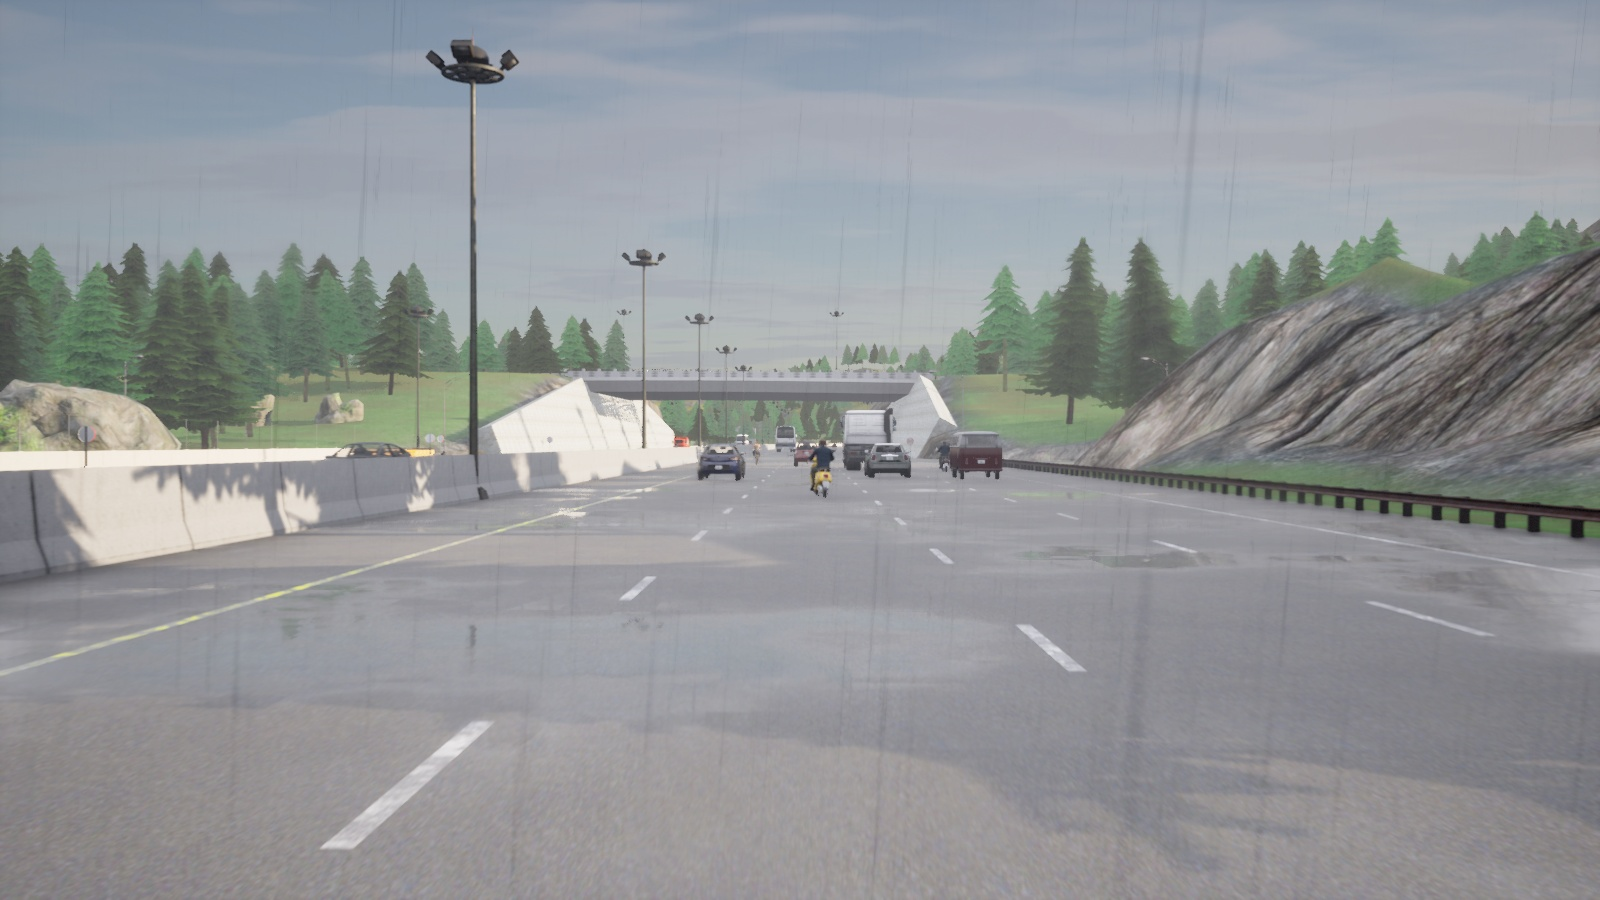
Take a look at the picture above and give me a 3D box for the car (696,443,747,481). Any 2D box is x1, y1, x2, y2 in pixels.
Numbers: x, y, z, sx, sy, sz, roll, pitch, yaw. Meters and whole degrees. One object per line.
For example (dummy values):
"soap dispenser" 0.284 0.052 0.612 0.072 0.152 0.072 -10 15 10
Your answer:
"car" -3.190 0.466 51.784 1.816 1.474 4.193 0 0 0

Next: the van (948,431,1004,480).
"van" 7.315 0.209 52.586 1.775 1.987 4.442 0 0 0

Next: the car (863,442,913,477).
"car" 3.828 0.404 55.125 1.970 1.475 3.806 0 0 0

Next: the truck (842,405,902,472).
"truck" 3.914 -0.626 69.836 2.891 3.462 7.936 0 0 0

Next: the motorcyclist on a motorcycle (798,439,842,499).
"motorcyclist on a motorcycle" 0.530 0.505 34.577 0.866 1.590 1.817 3 0 -8

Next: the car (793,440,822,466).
"car" 0.478 0.187 81.234 1.851 1.617 3.988 0 0 0

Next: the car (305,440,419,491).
"car" -13.759 0.459 39.709 2.007 1.525 4.514 0 0 0
